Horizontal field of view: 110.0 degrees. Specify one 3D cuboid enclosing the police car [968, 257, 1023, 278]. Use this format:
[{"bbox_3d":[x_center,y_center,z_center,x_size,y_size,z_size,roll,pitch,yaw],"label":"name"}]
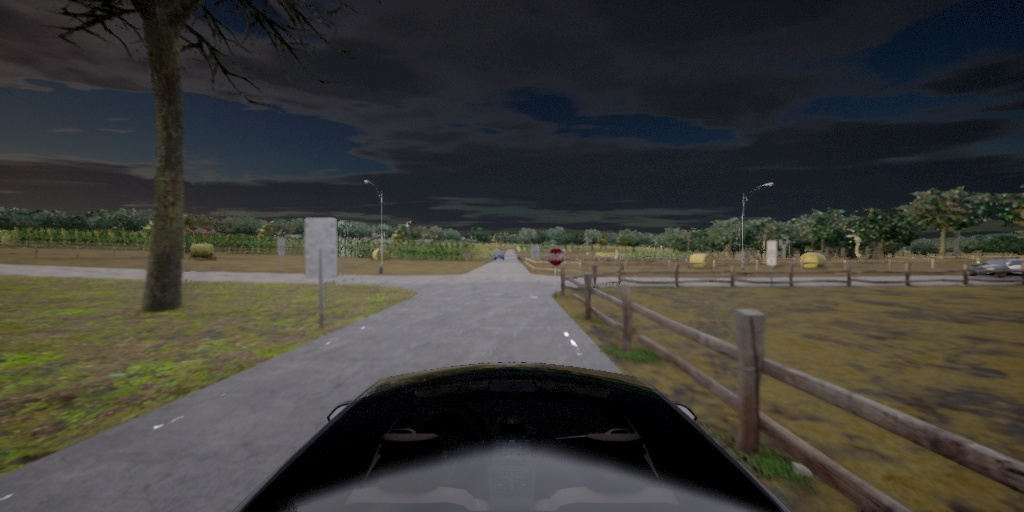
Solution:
[{"bbox_3d":[39.087,0.920,28.502,4.974,1.542,2.038,-1,2,0],"label":"police car"}]
